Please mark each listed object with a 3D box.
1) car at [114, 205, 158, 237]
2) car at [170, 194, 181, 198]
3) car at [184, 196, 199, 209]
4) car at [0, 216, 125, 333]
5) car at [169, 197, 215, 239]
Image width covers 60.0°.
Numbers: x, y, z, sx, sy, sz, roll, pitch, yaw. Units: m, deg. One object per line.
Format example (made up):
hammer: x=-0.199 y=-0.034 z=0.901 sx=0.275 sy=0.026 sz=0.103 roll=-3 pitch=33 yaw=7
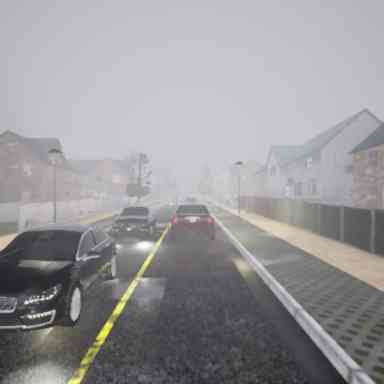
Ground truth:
car: x=-2.923 y=1.472 z=17.827 sx=1.837 sy=1.490 sz=4.892 roll=0 pitch=0 yaw=0
car: x=-3.099 y=1.231 z=62.895 sx=2.097 sy=1.767 sz=4.553 roll=0 pitch=0 yaw=0
car: x=-0.127 y=1.385 z=44.654 sx=1.882 sy=1.535 sz=5.008 roll=0 pitch=0 yaw=0
car: x=-2.878 y=1.496 z=7.093 sx=1.837 sy=1.490 sz=4.892 roll=0 pitch=0 yaw=-1
car: x=0.021 y=1.315 z=17.175 sx=2.097 sy=1.767 sz=4.553 roll=0 pitch=0 yaw=0
